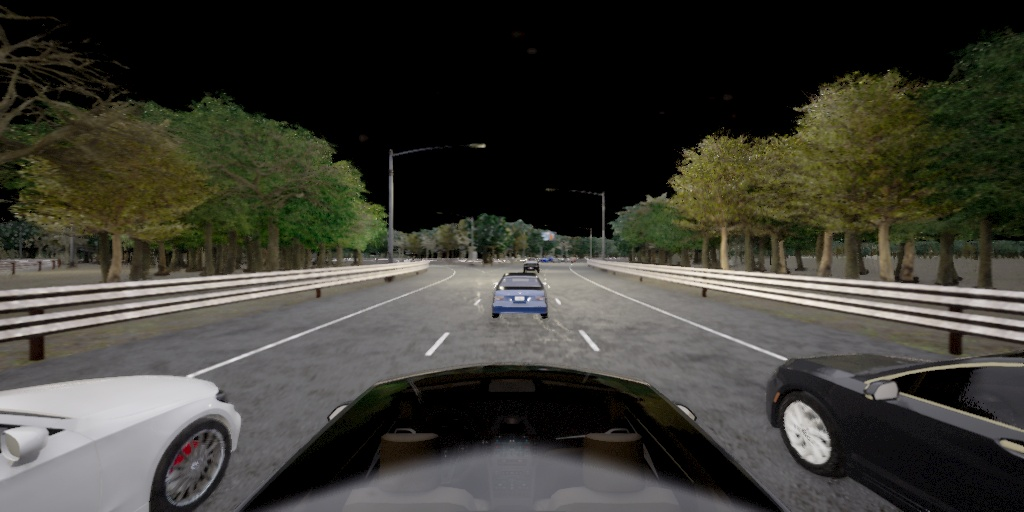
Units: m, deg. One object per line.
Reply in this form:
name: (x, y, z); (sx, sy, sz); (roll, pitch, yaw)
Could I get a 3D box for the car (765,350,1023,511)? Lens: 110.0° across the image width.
car: (3.631, 1.259, 1.864); (1.837, 1.490, 4.892); (0, 0, 0)

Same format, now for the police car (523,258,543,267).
police car: (2.464, 1.178, 44.113); (1.930, 1.638, 5.238); (0, 0, 6)

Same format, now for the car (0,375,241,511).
car: (-3.369, 1.272, 1.276); (1.812, 1.442, 4.674); (0, 0, 0)

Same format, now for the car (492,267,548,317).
car: (0.304, 1.298, 13.068); (2.033, 1.411, 5.357); (0, 0, 2)
